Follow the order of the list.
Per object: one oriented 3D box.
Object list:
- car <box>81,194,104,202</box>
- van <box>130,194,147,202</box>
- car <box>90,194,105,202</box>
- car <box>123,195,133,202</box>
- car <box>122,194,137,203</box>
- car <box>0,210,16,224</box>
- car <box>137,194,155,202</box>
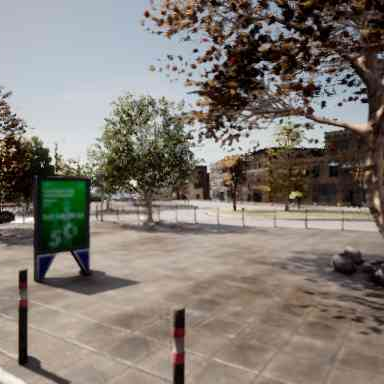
[{"bbox_3d":[-25.359,1.537,85.199,5.566,2.045,2.435,0,-1,-17],"label":"car"},{"bbox_3d":[-15.101,1.651,93.113,4.442,1.987,1.878,0,-1,-17],"label":"van"},{"bbox_3d":[-23.738,1.428,79.983,5.566,2.045,2.435,0,-1,-17],"label":"car"},{"bbox_3d":[-15.976,1.617,83.027,1.882,1.535,5.008,0,-1,-17],"label":"car"},{"bbox_3d":[-13.959,1.526,72.885,1.882,1.535,5.008,0,-1,0],"label":"car"},{"bbox_3d":[-14.355,1.589,22.738,1.994,1.385,4.181,0,0,27],"label":"car"},{"bbox_3d":[-13.200,1.472,87.222,5.566,2.045,2.435,0,-1,-17],"label":"car"}]
